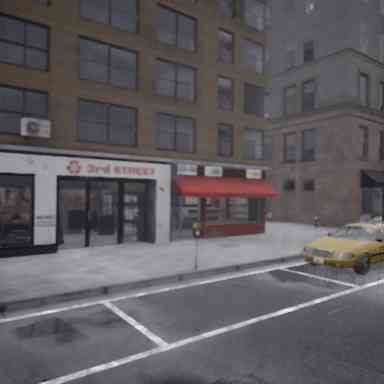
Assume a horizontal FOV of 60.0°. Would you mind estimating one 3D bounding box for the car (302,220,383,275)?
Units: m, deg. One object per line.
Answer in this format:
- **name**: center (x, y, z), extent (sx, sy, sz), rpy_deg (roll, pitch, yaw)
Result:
- **car**: center (5.499, 1.596, 10.678), extent (4.829, 1.417, 1.752), rpy_deg (0, 0, -35)
